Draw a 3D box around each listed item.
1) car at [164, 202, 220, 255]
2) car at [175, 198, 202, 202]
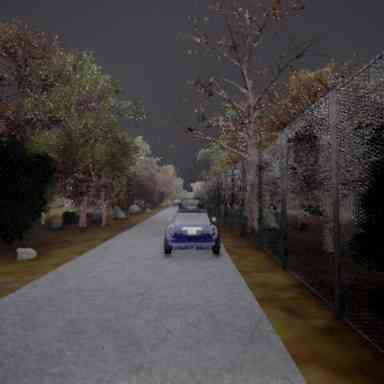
[{"bbox_3d":[-0.003,1.485,14.087,2.097,1.767,4.553,0,-1,0],"label":"car"},{"bbox_3d":[-0.042,1.494,29.019,2.150,2.045,5.566,0,0,0],"label":"car"}]
